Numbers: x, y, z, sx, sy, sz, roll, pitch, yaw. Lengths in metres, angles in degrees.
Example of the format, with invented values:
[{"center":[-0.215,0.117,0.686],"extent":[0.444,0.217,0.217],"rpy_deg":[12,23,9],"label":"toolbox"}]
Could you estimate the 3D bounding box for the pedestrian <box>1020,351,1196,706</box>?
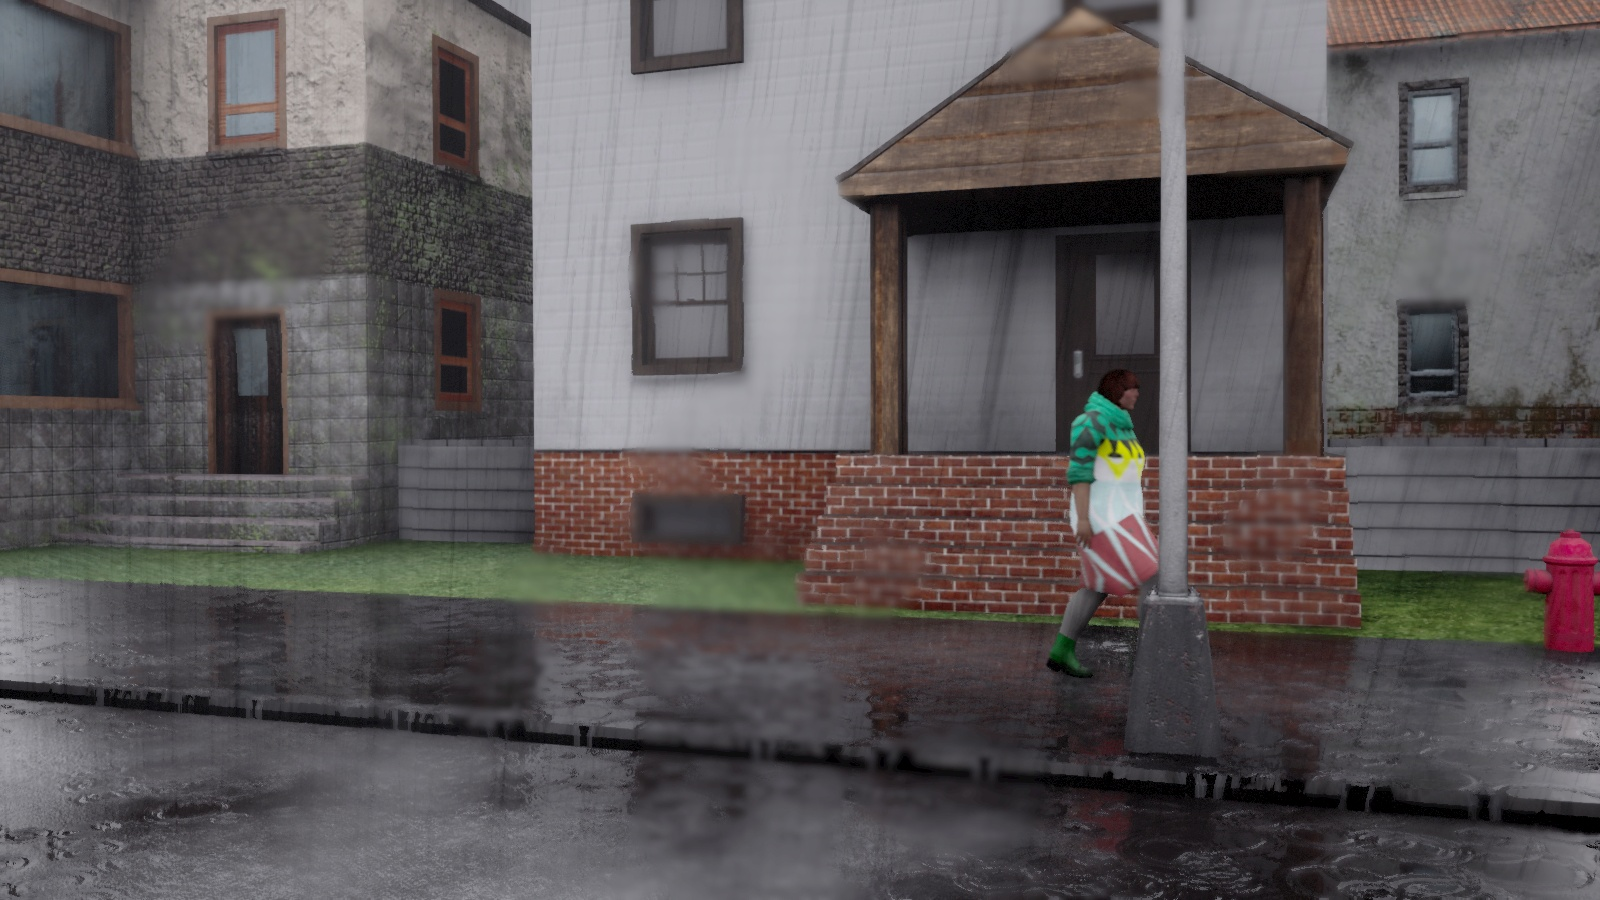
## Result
[{"center":[1.815,0.425,7.372],"extent":[0.873,1.952,0.659],"rpy_deg":[1,1,25],"label":"pedestrian"}]
